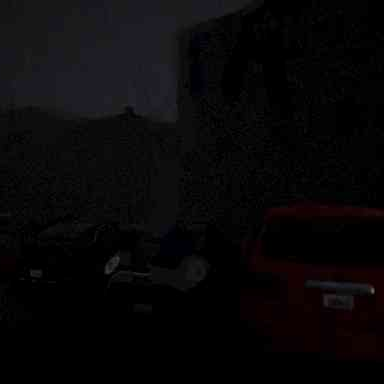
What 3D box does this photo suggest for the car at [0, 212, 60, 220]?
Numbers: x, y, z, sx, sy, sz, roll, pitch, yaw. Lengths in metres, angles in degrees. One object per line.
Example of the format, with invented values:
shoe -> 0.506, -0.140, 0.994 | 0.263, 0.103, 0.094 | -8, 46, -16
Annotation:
car -> -5.007, 1.499, 10.966 | 2.163, 1.488, 4.792 | 1, -1, 16

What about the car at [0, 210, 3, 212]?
car -> -7.336, 1.467, 12.877 | 1.946, 1.575, 5.366 | 0, -1, 15

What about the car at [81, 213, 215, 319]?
car -> -0.194, 1.351, 7.626 | 2.185, 1.767, 4.553 | 1, -1, 15

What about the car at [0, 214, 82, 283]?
car -> -2.608, 1.474, 9.290 | 2.231, 1.521, 4.892 | 0, -1, 15

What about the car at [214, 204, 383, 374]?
car -> 2.184, 1.231, 5.926 | 2.435, 2.045, 5.566 | 0, -1, 15
